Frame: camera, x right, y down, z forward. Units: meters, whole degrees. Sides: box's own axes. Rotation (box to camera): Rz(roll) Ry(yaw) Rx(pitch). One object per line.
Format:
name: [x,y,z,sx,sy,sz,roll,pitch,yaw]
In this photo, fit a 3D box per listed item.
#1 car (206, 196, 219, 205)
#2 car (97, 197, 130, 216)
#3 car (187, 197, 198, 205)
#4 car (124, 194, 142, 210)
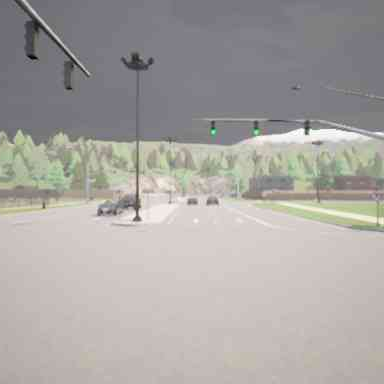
car: [3.590,1.435,58.828,2.097,1.767,4.553,0,0,0]
car: [-8.047,1.536,33.292,2.128,1.511,4.902,0,0,0]
car: [0.090,1.574,58.861,2.128,1.511,4.902,0,0,0]
car: [-8.009,1.281,44.021,2.150,2.045,5.566,0,0,1]
